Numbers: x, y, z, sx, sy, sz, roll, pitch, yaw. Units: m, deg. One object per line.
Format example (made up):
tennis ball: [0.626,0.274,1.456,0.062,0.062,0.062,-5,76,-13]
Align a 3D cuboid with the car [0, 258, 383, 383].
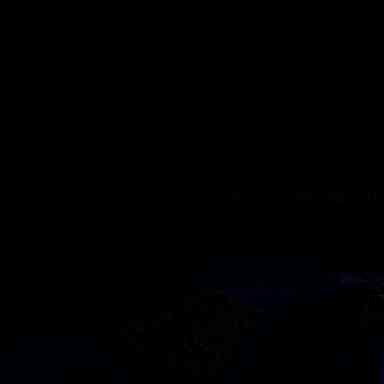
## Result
car: [0.528,1.469,3.089,5.008,1.535,1.882,0,0,-32]
